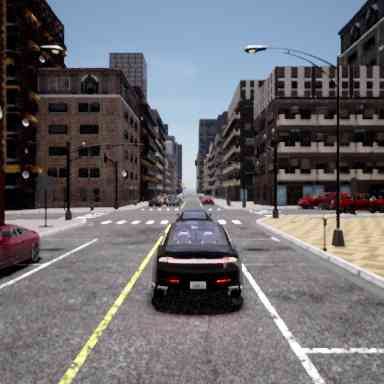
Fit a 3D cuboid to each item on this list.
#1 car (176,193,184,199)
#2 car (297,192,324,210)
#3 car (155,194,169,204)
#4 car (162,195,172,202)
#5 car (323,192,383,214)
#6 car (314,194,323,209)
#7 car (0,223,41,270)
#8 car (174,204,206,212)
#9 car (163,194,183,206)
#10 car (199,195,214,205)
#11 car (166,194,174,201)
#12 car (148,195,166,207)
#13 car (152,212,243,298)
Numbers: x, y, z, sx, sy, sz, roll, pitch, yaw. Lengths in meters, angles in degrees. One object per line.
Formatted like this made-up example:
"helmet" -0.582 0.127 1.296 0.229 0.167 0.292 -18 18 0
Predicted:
"car" -2.911 1.073 84.096 1.882 1.535 5.008 0 0 0
"car" 14.598 0.988 37.595 5.009 1.841 2.192 -1 1 0
"car" -5.626 1.292 62.666 2.192 1.841 5.009 0 0 0
"car" -5.613 1.418 74.031 1.967 1.590 4.097 0 0 0
"car" 14.724 1.008 29.216 5.009 1.841 2.192 -1 1 0
"car" 15.814 1.183 35.033 4.674 1.442 1.812 -1 0 0
"car" -5.732 1.575 9.277 1.802 1.307 4.206 0 0 0
"car" 0.116 1.552 17.099 1.994 1.385 4.181 0 0 0
"car" -3.029 1.330 52.526 2.097 1.767 4.553 0 0 0
"car" 2.748 1.418 56.976 1.967 1.590 4.097 0 0 0
"car" -5.601 1.420 85.396 1.967 1.590 4.097 0 0 0
"car" -5.637 1.544 51.301 1.947 1.339 4.313 0 0 0
"car" 0.111 1.485 8.484 2.128 1.511 4.902 0 0 0
